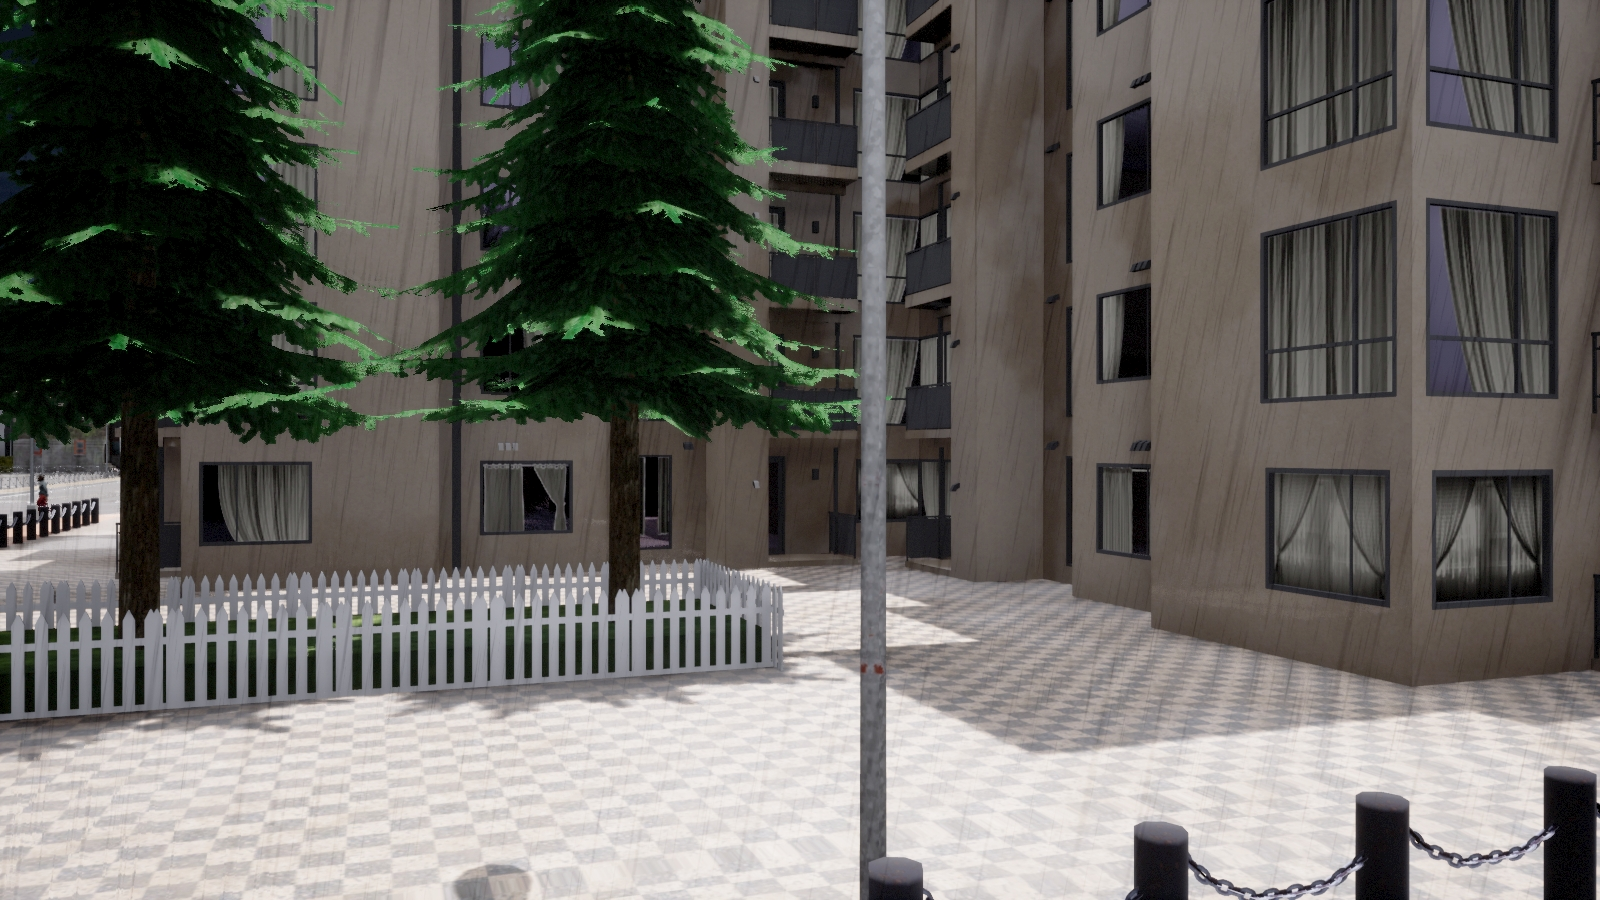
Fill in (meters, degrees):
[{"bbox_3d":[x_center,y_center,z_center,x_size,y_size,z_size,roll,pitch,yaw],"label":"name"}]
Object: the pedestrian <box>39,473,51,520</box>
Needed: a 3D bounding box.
[{"bbox_3d":[-29.701,1.822,44.925,0.375,1.860,0.375,0,0,-35],"label":"pedestrian"}]
